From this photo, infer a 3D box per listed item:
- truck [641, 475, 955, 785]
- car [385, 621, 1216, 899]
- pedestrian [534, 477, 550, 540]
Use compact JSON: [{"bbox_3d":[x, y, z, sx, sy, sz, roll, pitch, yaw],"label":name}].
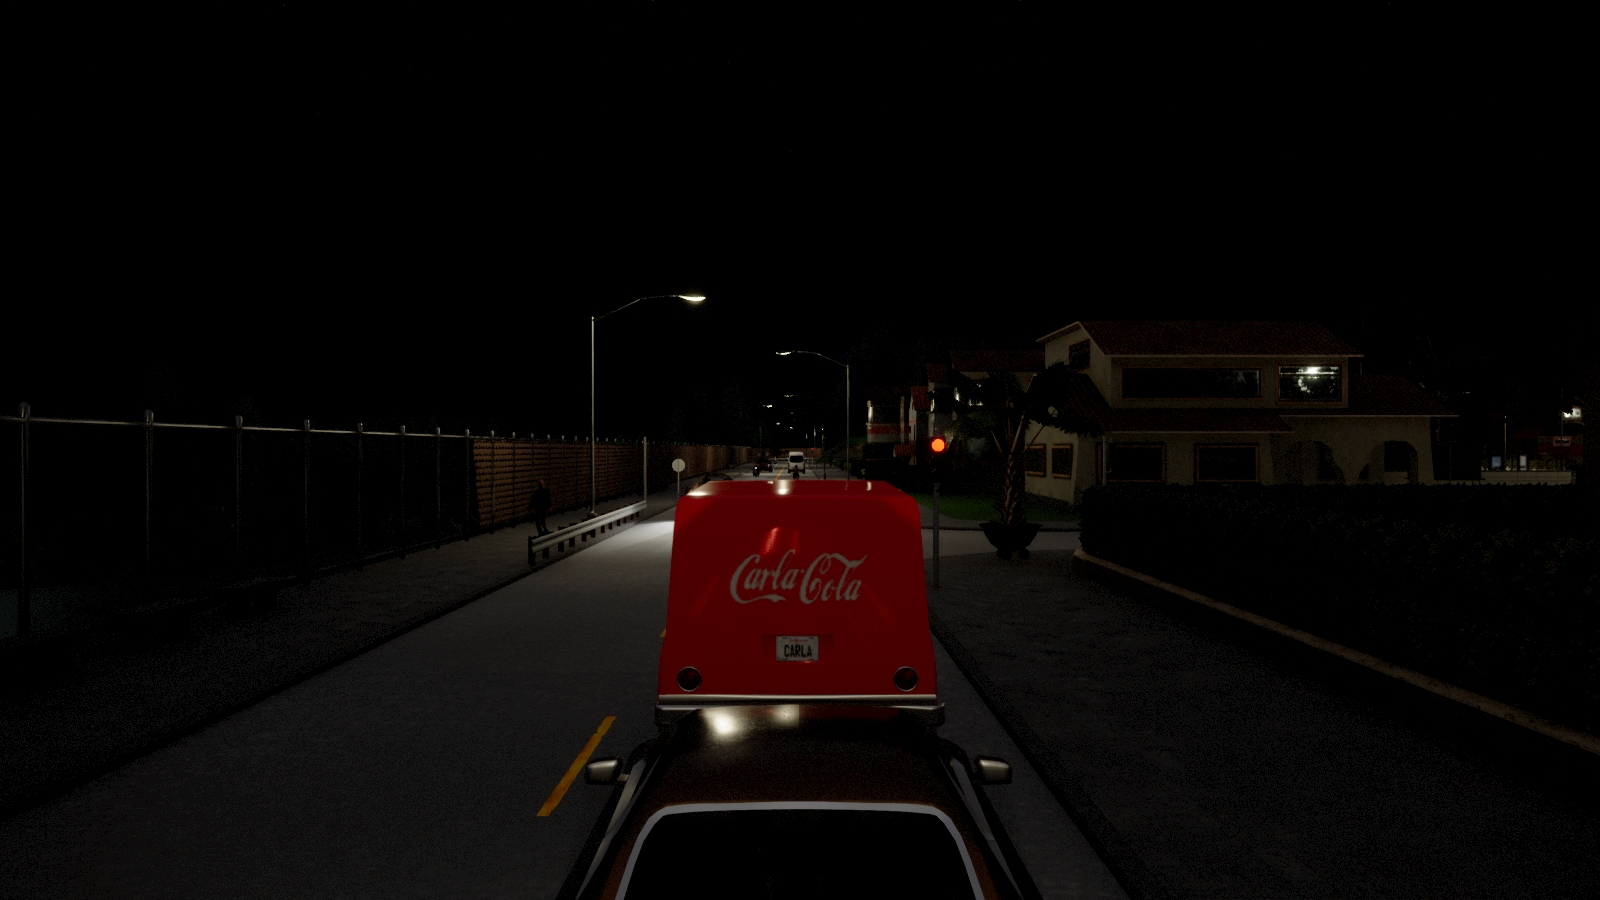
[{"bbox_3d":[-0.025,1.564,12.158,2.627,2.467,5.204,0,0,0],"label":"truck"},{"bbox_3d":[-0.006,1.989,5.238,2.152,1.651,5.027,0,0,0],"label":"car"},{"bbox_3d":[-7.707,1.732,34.143,0.375,1.860,0.375,0,0,6],"label":"pedestrian"}]
